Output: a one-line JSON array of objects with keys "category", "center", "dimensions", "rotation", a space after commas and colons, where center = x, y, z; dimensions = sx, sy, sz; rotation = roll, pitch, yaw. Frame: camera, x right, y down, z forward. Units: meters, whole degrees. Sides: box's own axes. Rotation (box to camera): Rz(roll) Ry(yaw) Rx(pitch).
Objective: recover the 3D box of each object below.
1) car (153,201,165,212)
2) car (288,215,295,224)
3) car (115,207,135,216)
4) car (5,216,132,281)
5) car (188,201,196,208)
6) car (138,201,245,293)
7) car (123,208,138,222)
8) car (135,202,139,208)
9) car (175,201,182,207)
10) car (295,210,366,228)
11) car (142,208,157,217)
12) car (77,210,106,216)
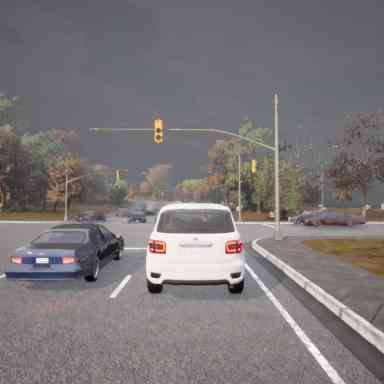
[{"category": "car", "center": [-6.995, 3.108, 70.905], "dimensions": [2.150, 2.045, 5.566], "rotation": [0, 0, 0]}, {"category": "car", "center": [11.998, 2.495, 32.703], "dimensions": [4.902, 1.511, 2.128], "rotation": [0, -3, -1]}, {"category": "car", "center": [-10.588, 3.218, 51.529], "dimensions": [1.837, 1.490, 4.892], "rotation": [0, 0, 0]}, {"category": "car", "center": [-3.417, 1.666, 10.086], "dimensions": [2.033, 1.411, 5.357], "rotation": [0, -1, 0]}, {"category": "car", "center": [-0.111, 3.307, 87.849], "dimensions": [1.837, 1.490, 4.892], "rotation": [0, 0, -3]}, {"category": "car", "center": [0.084, 1.322, 9.232], "dimensions": [2.150, 2.045, 5.566], "rotation": [0, -1, 0]}, {"category": "car", "center": [-6.166, 2.726, 36.598], "dimensions": [2.033, 1.411, 5.357], "rotation": [1, -3, -13]}, {"category": "car", "center": [-10.495, 3.113, 68.545], "dimensions": [2.150, 2.045, 5.566], "rotation": [0, 0, 0]}, {"category": "car", "center": [-3.588, 3.113, 87.496], "dimensions": [1.882, 1.535, 5.008], "rotation": [0, 0, -3]}, {"category": "car", "center": [12.290, 2.394, 29.198], "dimensions": [5.357, 1.411, 2.033], "rotation": [0, -3, -1]}, {"category": "car", "center": [-7.086, 3.403, 55.516], "dimensions": [1.895, 1.301, 4.718], "rotation": [0, -1, 0]}, {"category": "car", "center": [-11.707, 2.840, 38.763], "dimensions": [1.994, 1.385, 4.181], "rotation": [-1, -3, 17]}]
